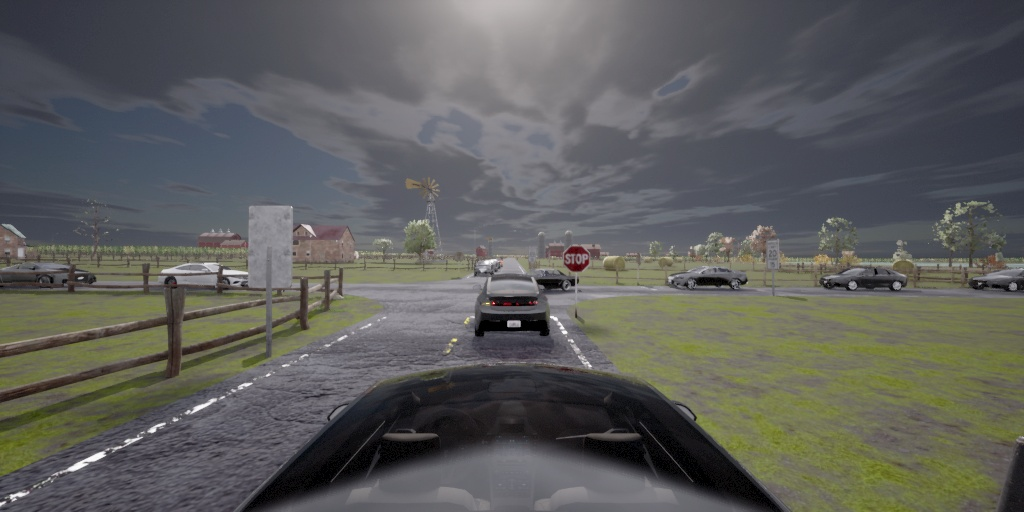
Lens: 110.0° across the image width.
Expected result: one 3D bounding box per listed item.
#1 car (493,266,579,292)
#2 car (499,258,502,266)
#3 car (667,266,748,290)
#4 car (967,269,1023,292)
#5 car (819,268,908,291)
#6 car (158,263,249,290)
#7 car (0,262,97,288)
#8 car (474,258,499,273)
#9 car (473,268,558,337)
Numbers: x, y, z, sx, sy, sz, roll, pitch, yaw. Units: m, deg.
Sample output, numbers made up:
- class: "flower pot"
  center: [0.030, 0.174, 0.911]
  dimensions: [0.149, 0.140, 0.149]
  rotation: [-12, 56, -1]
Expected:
- class: "car"
  center: [1.517, 1.369, 20.403]
  dimensions: [4.718, 1.301, 1.895]
  rotation: [1, 0, -35]
- class: "car"
  center: [-2.809, 1.241, 46.494]
  dimensions: [2.128, 1.511, 4.902]
  rotation: [0, 0, 0]
- class: "car"
  center: [12.819, 1.397, 23.621]
  dimensions: [4.902, 1.511, 2.128]
  rotation: [1, -1, -2]
- class: "car"
  center: [33.589, 1.603, 23.916]
  dimensions: [4.892, 1.490, 1.837]
  rotation: [0, -1, -1]
- class: "car"
  center: [23.203, 1.509, 23.796]
  dimensions: [4.892, 1.490, 1.837]
  rotation: [1, -1, -1]
- class: "car"
  center: [-17.226, 1.103, 20.332]
  dimensions: [4.674, 1.442, 1.812]
  rotation: [1, -1, -1]
- class: "car"
  center: [-26.346, 1.048, 20.218]
  dimensions: [4.181, 1.385, 1.994]
  rotation: [1, -1, -1]
- class: "car"
  center: [-2.825, 1.243, 37.048]
  dimensions: [2.128, 1.511, 4.902]
  rotation: [0, 0, 0]
- class: "car"
  center: [-0.065, 1.256, 10.359]
  dimensions: [1.837, 1.490, 4.892]
  rotation: [0, 0, -3]
